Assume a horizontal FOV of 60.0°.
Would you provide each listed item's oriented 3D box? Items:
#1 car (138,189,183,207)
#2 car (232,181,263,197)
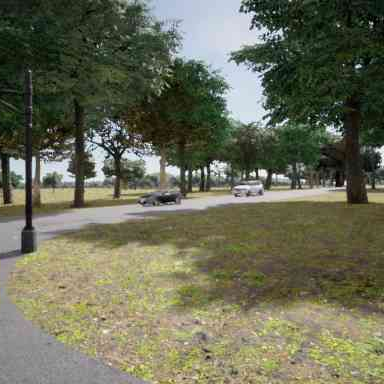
[{"bbox_3d":[-2.865,0.493,30.984,2.128,1.511,4.902,-1,2,38],"label":"car"},{"bbox_3d":[7.544,-0.437,44.476,2.150,2.045,5.566,-1,2,38],"label":"car"}]
